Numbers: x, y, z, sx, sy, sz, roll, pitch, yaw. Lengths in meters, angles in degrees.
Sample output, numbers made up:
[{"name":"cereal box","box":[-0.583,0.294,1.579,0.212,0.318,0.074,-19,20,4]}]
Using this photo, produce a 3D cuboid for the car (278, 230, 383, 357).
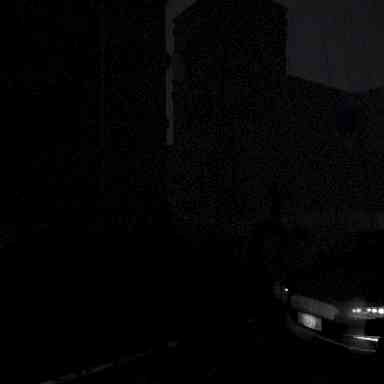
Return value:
[{"name":"car","box":[3.592,1.486,5.941,4.902,1.511,2.128,0,0,-35]}]
